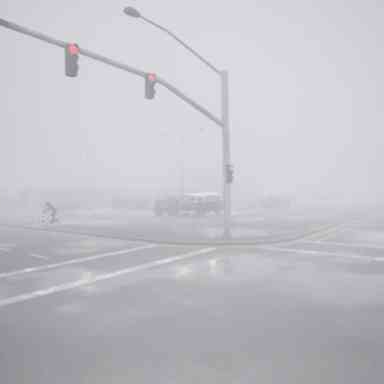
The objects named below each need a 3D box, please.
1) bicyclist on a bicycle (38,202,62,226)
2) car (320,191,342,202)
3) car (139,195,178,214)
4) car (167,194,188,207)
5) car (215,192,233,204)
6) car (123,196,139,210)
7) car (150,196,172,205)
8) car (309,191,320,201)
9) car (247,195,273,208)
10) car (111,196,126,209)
[{"bbox_3d":[-9.553,1.474,22.396,0.582,1.620,1.656,-1,0,38],"label":"bicyclist on a bicycle"},{"bbox_3d":[25.057,0.722,59.219,1.932,1.855,4.605,-1,0,39],"label":"car"},{"bbox_3d":[-4.094,1.523,40.888,1.970,1.475,3.806,-1,0,39],"label":"car"},{"bbox_3d":[-3.439,1.276,59.563,1.932,1.855,4.605,-1,0,39],"label":"car"},{"bbox_3d":[7.467,1.073,73.273,1.905,1.878,3.866,-1,0,39],"label":"car"},{"bbox_3d":[-6.357,1.536,42.693,1.784,1.438,3.905,-1,0,39],"label":"car"},{"bbox_3d":[-5.659,1.531,61.419,1.784,1.438,3.905,-1,0,39],"label":"car"},{"bbox_3d":[22.829,0.769,61.066,1.905,1.878,3.866,-1,0,39],"label":"car"},{"bbox_3d":[9.829,1.256,49.097,1.970,1.475,3.806,-1,0,39],"label":"car"},{"bbox_3d":[-8.490,1.368,44.327,1.932,1.855,4.605,-1,0,39],"label":"car"}]
